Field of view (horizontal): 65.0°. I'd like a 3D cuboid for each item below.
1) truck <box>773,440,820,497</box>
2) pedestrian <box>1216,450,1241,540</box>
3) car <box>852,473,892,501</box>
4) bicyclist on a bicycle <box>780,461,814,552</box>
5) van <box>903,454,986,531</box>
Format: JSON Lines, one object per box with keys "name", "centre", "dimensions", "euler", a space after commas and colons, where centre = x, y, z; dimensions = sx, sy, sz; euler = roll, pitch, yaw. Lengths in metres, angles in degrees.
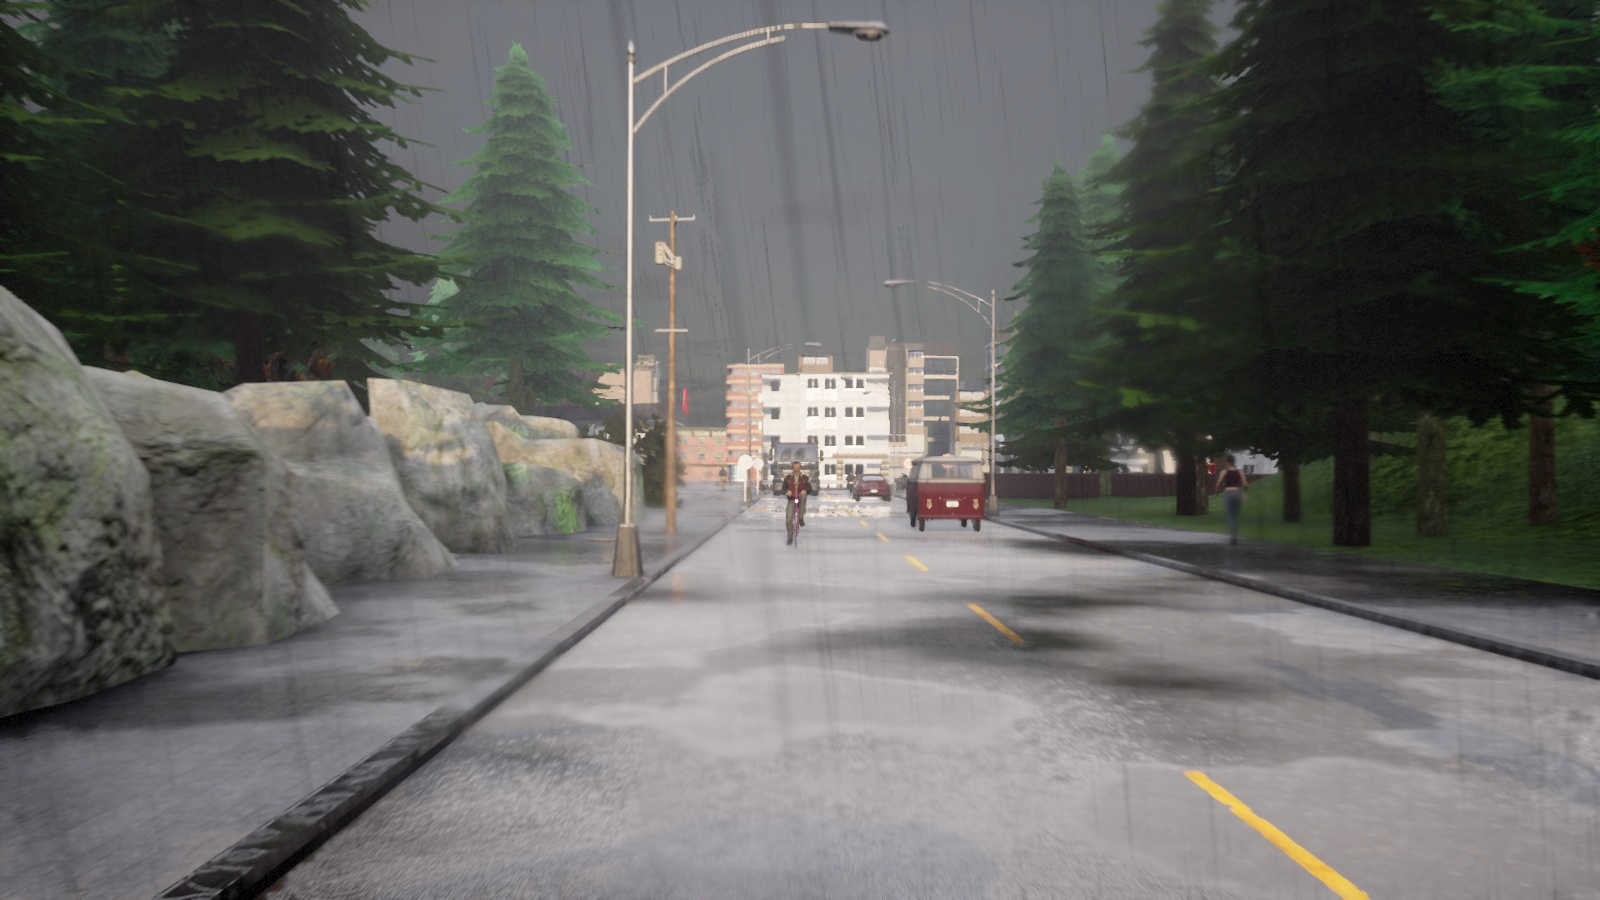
{"name": "truck", "centre": [-0.251, 1.199, 80.702], "dimensions": [2.891, 3.462, 7.936], "euler": [0, -1, -1]}
{"name": "pedestrian", "centre": [8.862, 0.928, 25.956], "dimensions": [0.345, 1.836, 0.594], "euler": [0, -1, 6]}
{"name": "car", "centre": [3.813, 1.961, 67.165], "dimensions": [1.812, 1.442, 4.674], "euler": [0, -1, 0]}
{"name": "bicyclist on a bicycle", "centre": [-0.063, 1.114, 25.316], "dimensions": [0.659, 1.776, 1.843], "euler": [0, -1, 0]}
{"name": "van", "centre": [3.914, 1.138, 34.695], "dimensions": [1.775, 1.987, 4.442], "euler": [0, -1, 0]}
